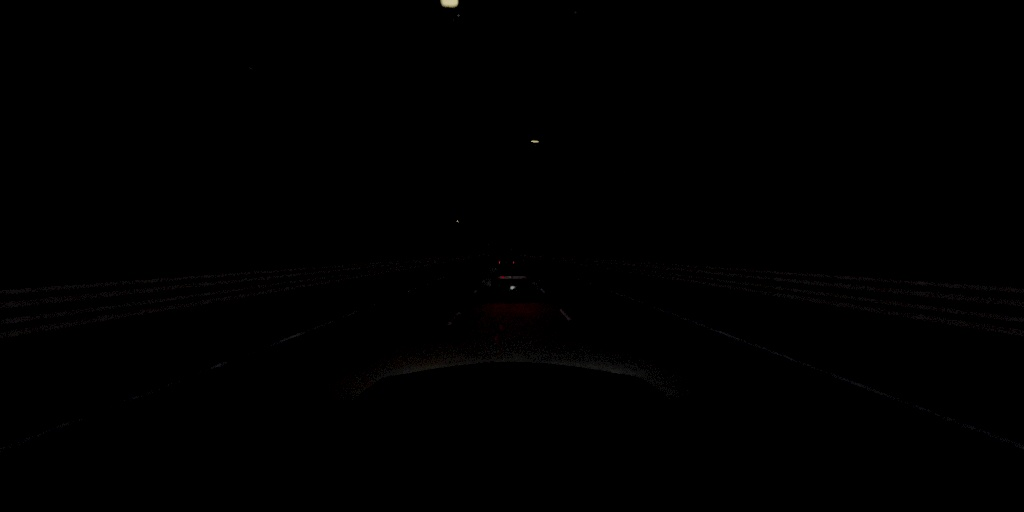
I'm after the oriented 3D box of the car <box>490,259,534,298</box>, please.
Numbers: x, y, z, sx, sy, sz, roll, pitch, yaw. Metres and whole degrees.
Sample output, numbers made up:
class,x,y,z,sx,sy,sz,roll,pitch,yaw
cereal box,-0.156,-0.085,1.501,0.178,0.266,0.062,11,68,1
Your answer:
class,x,y,z,sx,sy,sz,roll,pitch,yaw
car,-0.018,1.092,17.297,2.128,1.511,4.902,0,0,-1

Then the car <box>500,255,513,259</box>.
class,x,y,z,sx,sy,sz,roll,pitch,yaw
car,-0.636,0.728,40.957,2.097,1.767,4.553,0,0,-2
